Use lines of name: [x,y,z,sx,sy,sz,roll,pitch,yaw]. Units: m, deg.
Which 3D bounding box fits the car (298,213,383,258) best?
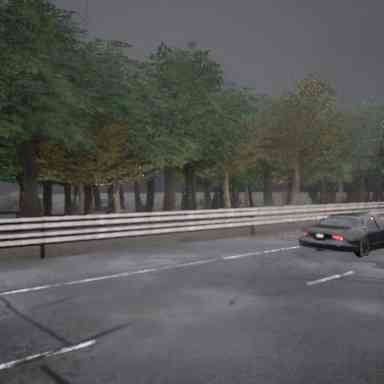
car: [6.298,1.497,12.545,5.357,1.411,2.033,0,0,-36]
